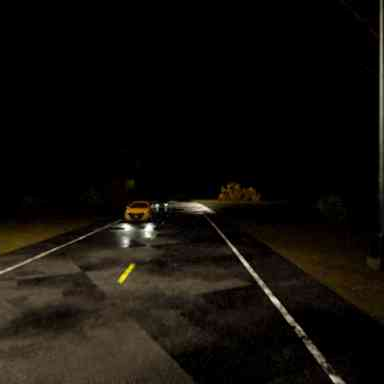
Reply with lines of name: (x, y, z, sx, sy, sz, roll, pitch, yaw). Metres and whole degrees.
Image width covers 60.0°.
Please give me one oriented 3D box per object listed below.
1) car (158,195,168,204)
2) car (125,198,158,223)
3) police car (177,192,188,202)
car: (-5.512, 1.410, 61.411, 1.837, 1.490, 4.892, 0, 2, -3)
car: (-3.994, 1.459, 25.945, 1.882, 1.535, 5.008, 0, 0, -2)
police car: (-1.862, 1.301, 75.420, 1.930, 1.638, 5.238, 0, 0, -4)
